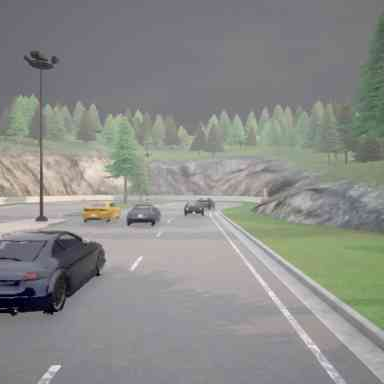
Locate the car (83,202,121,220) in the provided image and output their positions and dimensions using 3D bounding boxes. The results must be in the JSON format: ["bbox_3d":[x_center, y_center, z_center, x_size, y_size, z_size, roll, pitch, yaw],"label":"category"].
[{"bbox_3d":[-6.888,1.477,25.827,1.882,1.535,5.008,0,0,0],"label":"car"}]

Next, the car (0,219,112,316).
[{"bbox_3d":[-3.399,1.564,7.603,1.994,1.385,4.181,0,0,0],"label":"car"}]

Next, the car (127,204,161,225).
[{"bbox_3d":[-3.397,1.564,23.933,1.994,1.385,4.181,0,0,0],"label":"car"}]

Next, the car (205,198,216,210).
[{"bbox_3d":[1.830,1.491,43.124,2.128,1.511,4.902,0,0,14],"label":"car"}]

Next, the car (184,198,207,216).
[{"bbox_3d":[0.265,1.601,32.802,1.895,1.301,4.718,0,0,2],"label":"car"}]
